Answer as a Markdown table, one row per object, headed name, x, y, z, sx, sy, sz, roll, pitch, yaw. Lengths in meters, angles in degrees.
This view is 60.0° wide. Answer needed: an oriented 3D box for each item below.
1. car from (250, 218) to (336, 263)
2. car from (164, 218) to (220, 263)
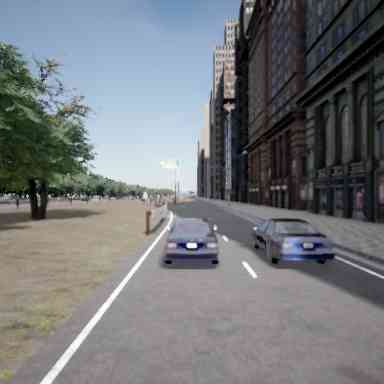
| name | x | y | z | sx | sy | sz | roll | pitch | yaw |
| --- | --- | --- | --- | --- | --- | --- | --- | --- | --- |
| car | 3.500 | 1.681 | 12.504 | 2.033 | 1.411 | 5.357 | 0 | -1 | 0 |
| car | 0.001 | 1.681 | 12.513 | 2.033 | 1.411 | 5.357 | 0 | -1 | 0 |
